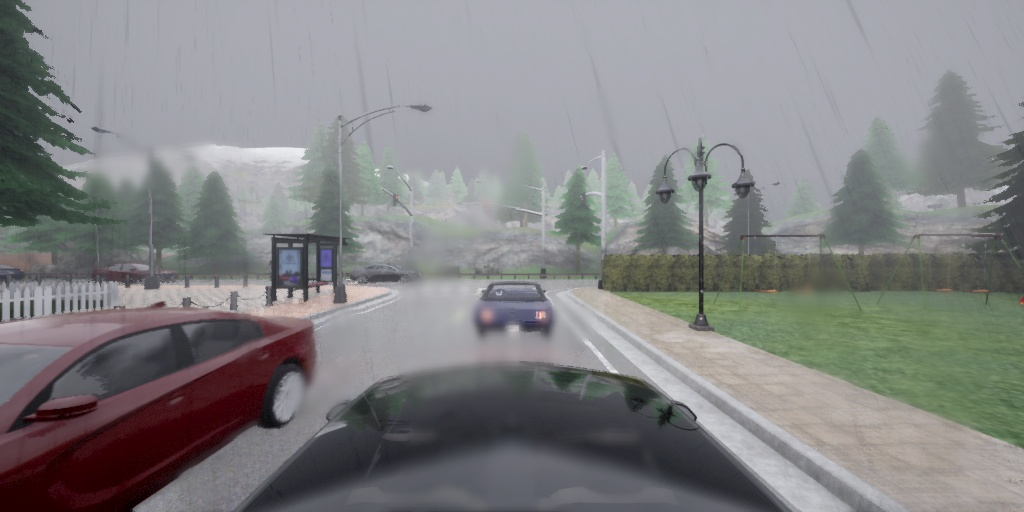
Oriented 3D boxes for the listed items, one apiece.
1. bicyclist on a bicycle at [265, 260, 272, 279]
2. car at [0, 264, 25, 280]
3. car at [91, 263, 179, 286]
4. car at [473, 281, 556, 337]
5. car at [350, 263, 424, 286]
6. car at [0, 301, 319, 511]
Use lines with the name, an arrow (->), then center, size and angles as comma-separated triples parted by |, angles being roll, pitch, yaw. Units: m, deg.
bicyclist on a bicycle -> -21.621, 1.219, 32.239 | 0.582, 1.620, 1.656 | 0, 0, 0
car -> -42.369, 1.329, 28.919 | 4.181, 1.385, 1.994 | 0, 0, 0
car -> -26.345, 1.243, 25.190 | 5.008, 1.535, 1.882 | 0, 0, 1
car -> 0.076, 1.351, 10.235 | 1.895, 1.301, 4.718 | 0, 0, 0
car -> -8.666, 1.256, 25.036 | 4.902, 1.511, 2.128 | 0, 0, 1
car -> -3.572, 1.227, 2.803 | 1.882, 1.535, 5.008 | 0, 0, 0
